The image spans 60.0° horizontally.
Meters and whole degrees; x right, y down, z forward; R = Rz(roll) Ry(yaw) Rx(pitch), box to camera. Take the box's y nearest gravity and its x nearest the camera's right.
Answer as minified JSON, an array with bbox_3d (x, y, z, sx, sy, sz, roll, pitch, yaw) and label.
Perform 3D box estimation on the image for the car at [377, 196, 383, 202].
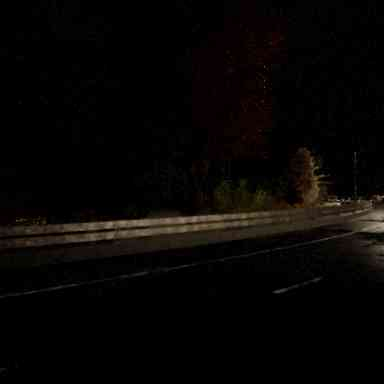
[{"bbox_3d":[47.318,1.781,80.116,2.128,1.511,4.902,0,0,12],"label":"car"}]
